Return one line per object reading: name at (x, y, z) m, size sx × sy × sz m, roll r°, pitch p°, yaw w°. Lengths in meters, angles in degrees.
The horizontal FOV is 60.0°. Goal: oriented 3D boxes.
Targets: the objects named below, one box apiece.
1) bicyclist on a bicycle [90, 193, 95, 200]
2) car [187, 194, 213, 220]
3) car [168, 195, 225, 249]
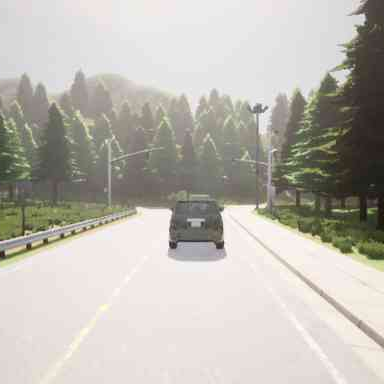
bicyclist on a bicycle at (-15.794, 0.892, 53.075) m, size 0.582 × 1.620 × 1.656 m, roll 4°, pitch 12°, yaw 17°
car at (0.755, 1.257, 29.600) m, size 2.150 × 2.045 × 5.566 m, roll 0°, pitch 0°, yaw 2°
car at (0.225, 1.257, 14.619) m, size 2.150 × 2.045 × 5.566 m, roll 0°, pitch 0°, yaw 2°
